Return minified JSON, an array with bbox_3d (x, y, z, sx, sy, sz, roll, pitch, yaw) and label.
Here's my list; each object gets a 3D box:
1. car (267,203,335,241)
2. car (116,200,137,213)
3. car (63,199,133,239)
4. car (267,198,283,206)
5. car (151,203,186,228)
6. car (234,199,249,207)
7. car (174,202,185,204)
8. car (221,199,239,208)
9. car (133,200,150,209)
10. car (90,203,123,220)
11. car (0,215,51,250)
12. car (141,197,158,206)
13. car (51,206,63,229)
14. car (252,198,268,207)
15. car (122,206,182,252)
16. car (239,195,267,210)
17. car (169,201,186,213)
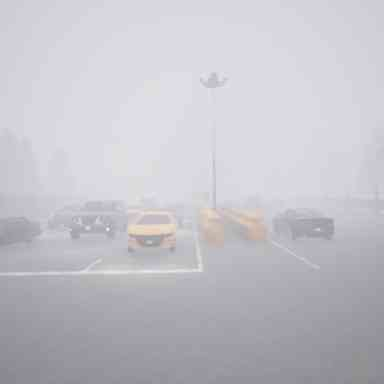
[{"bbox_3d":[5.602,1.546,17.287,1.882,1.535,5.008,-1,0,0],"label":"car"},{"bbox_3d":[-8.746,1.942,44.680,1.882,1.535,5.008,-1,0,0],"label":"car"},{"bbox_3d":[-5.126,1.441,19.102,2.150,2.045,5.566,-1,0,0],"label":"car"},{"bbox_3d":[12.296,1.739,49.761,1.837,1.490,4.892,-1,0,0],"label":"car"},{"bbox_3d":[-1.661,1.776,23.868,1.994,1.385,4.181,-1,0,-1],"label":"car"},{"bbox_3d":[8.712,1.918,59.257,1.994,1.385,4.181,-1,0,0],"label":"car"},{"bbox_3d":[-1.702,1.845,32.615,1.994,1.385,4.181,-1,0,0],"label":"car"},{"bbox_3d":[5.374,1.851,49.987,1.812,1.442,4.674,-1,0,-1],"label":"car"},{"bbox_3d":[-5.187,1.779,29.526,1.882,1.535,5.008,-1,0,-1],"label":"car"},{"bbox_3d":[-8.718,1.932,34.403,2.033,1.411,5.357,-1,0,0],"label":"car"},{"bbox_3d":[-8.614,1.779,14.841,2.033,1.411,5.357,-1,0,1],"label":"car"},{"bbox_3d":[-5.250,1.606,40.107,2.150,2.045,5.566,-1,0,-1],"label":"car"},{"bbox_3d":[-8.656,1.656,24.198,2.097,1.767,4.553,-1,0,0],"label":"car"},{"bbox_3d":[12.209,1.877,59.763,1.994,1.385,4.181,-1,0,0],"label":"car"},{"bbox_3d":[-1.595,1.619,14.874,1.882,1.535,5.008,-1,0,0],"label":"car"},{"bbox_3d":[8.877,1.492,48.817,2.150,2.045,5.566,-1,0,-1],"label":"car"},{"bbox_3d":[-1.746,1.923,42.610,1.994,1.385,4.181,-1,0,0],"label":"car"}]
